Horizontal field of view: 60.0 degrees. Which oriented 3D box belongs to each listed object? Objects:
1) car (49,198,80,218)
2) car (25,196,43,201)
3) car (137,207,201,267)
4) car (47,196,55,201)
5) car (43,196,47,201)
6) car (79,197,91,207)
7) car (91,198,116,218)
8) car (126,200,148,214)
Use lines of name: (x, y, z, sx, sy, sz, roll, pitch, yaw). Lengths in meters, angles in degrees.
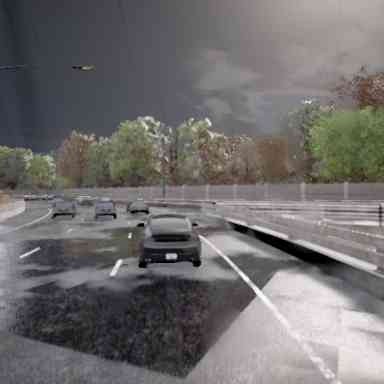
car: (-11.683, 1.584, 30.653, 2.033, 1.411, 5.357, 0, 0, -17)
car: (-38.294, 1.587, 79.629, 4.718, 1.301, 1.895, 0, 0, 41)
car: (-0.811, 1.502, 11.487, 1.837, 1.490, 4.892, 0, 0, -6)
car: (-20.855, 1.631, 51.638, 1.994, 1.385, 4.181, 0, 0, -30)
car: (-35.484, 1.586, 81.872, 4.718, 1.301, 1.895, 0, 0, 41)
car: (-16.744, 1.552, 51.499, 1.837, 1.490, 4.892, 1, 0, -29)
car: (-7.841, 1.564, 29.988, 2.033, 1.411, 5.357, 0, 0, -17)
car: (-5.765, 1.569, 34.828, 1.994, 1.385, 4.181, 0, 0, -18)
